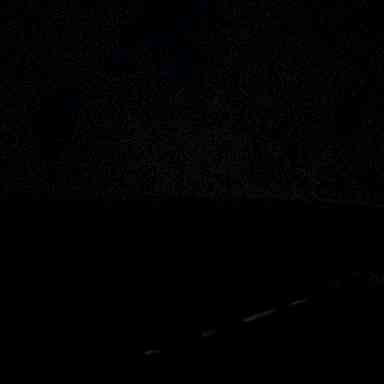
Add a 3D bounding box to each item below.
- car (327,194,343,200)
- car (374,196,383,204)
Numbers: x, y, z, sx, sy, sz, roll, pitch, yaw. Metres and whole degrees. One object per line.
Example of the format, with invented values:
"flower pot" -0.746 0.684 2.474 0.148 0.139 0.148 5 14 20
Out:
"car" 36.855 1.197 85.675 1.882 1.535 5.008 1 1 -9
"car" 38.301 1.655 67.329 1.837 1.490 4.892 1 1 4
